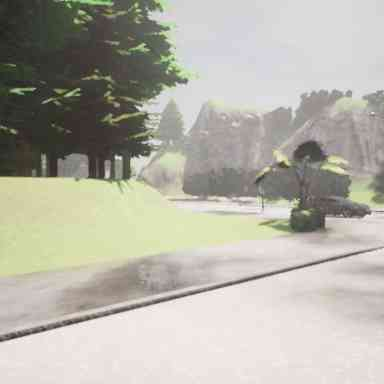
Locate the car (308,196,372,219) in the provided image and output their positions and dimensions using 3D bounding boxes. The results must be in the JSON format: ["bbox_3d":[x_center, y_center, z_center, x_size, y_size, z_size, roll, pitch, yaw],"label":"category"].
[{"bbox_3d":[10.541,1.063,24.402,1.837,1.490,4.892,-1,1,-33],"label":"car"}]
